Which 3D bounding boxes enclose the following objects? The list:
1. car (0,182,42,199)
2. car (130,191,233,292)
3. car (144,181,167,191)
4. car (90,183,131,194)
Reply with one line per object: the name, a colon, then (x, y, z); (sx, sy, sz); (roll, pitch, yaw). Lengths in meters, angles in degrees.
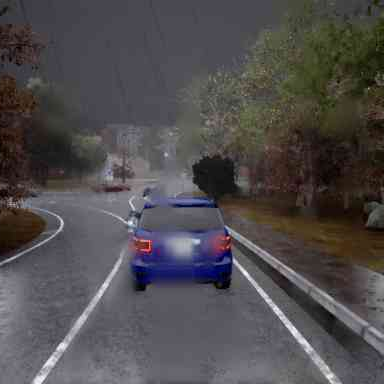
car: (-18.313, -0.215, 34.964); (4.553, 1.767, 2.097); (-1, 5, -3)
car: (-0.376, 1.125, 8.932); (2.150, 2.045, 5.566); (0, 1, -5)
car: (-4.158, -0.473, 38.137); (2.097, 1.767, 4.553); (0, 5, 3)
car: (-10.023, -0.467, 41.054); (4.718, 1.301, 1.895); (-3, 6, -33)
